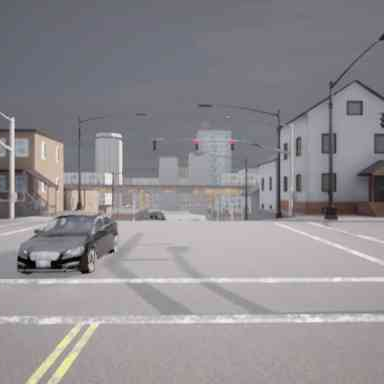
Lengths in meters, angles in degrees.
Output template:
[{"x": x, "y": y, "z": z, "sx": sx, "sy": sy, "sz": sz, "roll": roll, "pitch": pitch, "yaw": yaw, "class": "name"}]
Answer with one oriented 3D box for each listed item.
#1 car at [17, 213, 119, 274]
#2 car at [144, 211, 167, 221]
[{"x": -3.613, "y": 1.460, "z": 10.524, "sx": 2.128, "sy": 1.511, "sz": 4.902, "roll": 0, "pitch": 0, "yaw": 0, "class": "car"}, {"x": -3.673, "y": 2.583, "z": 33.580, "sx": 1.994, "sy": 1.385, "sz": 4.181, "roll": 0, "pitch": -8, "yaw": 0, "class": "car"}]
